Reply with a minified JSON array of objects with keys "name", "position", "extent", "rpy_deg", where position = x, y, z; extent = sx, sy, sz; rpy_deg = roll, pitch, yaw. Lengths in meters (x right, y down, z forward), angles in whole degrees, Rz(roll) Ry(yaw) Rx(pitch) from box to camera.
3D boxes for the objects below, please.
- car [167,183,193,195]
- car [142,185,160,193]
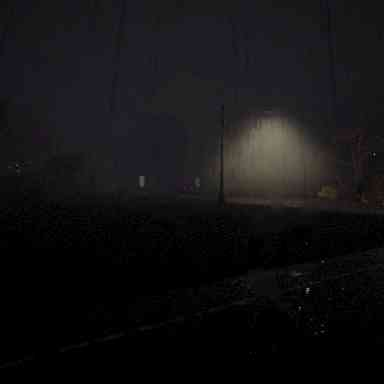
[{"name":"car","position":[-2.123,-0.568,58.174],"extent":[2.150,2.045,5.566],"rpy_deg":[0,2,-36]},{"name":"car","position":[-8.190,-0.649,66.622],"extent":[1.882,1.535,5.008],"rpy_deg":[0,2,-36]}]
